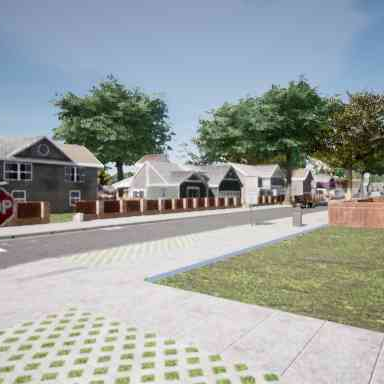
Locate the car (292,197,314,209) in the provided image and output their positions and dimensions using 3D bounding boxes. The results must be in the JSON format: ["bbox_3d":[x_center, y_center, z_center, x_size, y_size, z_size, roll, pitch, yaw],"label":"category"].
[{"bbox_3d":[15.424,1.469,45.894,1.837,1.490,4.892,0,0,36],"label":"car"}]
